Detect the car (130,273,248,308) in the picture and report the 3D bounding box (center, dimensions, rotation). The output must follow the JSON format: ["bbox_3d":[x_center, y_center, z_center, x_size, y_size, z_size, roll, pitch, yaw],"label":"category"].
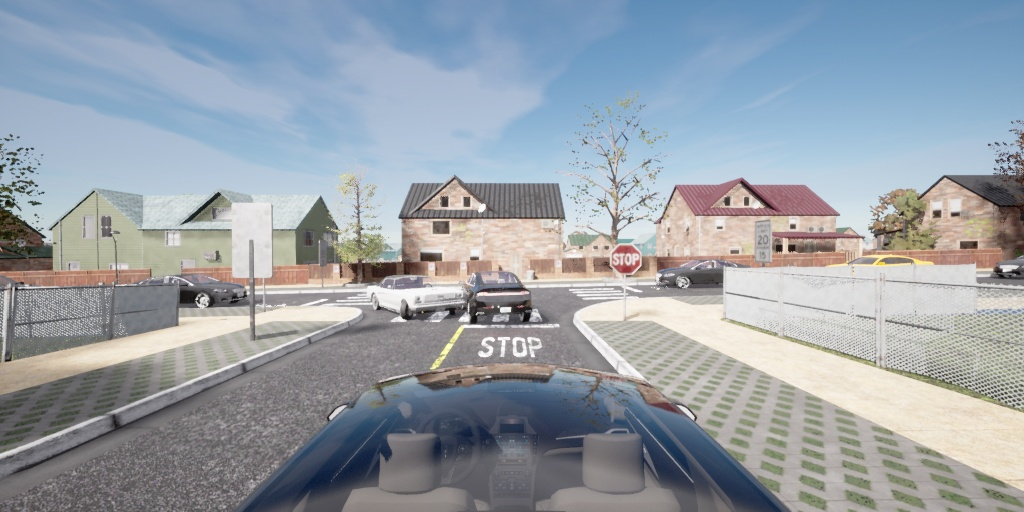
[{"bbox_3d":[-14.892,1.566,16.416,4.902,1.511,2.128,-1,1,0],"label":"car"}]

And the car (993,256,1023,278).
[{"bbox_3d":[29.397,0.477,19.514,4.902,1.511,2.128,-1,1,0],"label":"car"}]

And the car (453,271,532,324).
[{"bbox_3d":[-0.678,1.242,12.052,2.128,1.511,4.902,0,0,-12],"label":"car"}]

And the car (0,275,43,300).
[{"bbox_3d":[-24.230,1.648,16.382,4.553,1.767,2.097,-1,1,0],"label":"car"}]

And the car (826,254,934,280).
[{"bbox_3d":[19.773,0.690,19.483,5.008,1.535,1.882,-1,1,0],"label":"car"}]

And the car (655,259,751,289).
[{"bbox_3d":[10.342,0.925,19.453,4.902,1.511,2.128,-1,1,0],"label":"car"}]

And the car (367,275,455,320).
[{"bbox_3d":[-3.595,1.367,12.913,1.895,1.301,4.718,0,0,-38],"label":"car"}]
